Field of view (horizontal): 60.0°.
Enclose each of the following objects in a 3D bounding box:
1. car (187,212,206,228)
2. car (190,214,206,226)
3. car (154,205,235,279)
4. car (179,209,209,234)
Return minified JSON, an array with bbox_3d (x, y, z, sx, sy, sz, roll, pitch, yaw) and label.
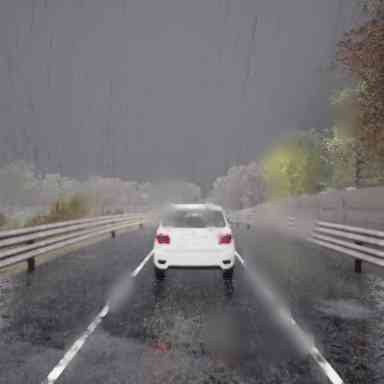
[{"bbox_3d":[0.482,2.892,34.503,1.882,1.535,5.008,0,-4,2],"label":"car"},{"bbox_3d":[0.898,3.744,44.763,2.033,1.411,5.357,0,-4,3],"label":"car"},{"bbox_3d":[0.062,1.426,10.815,2.150,2.045,5.566,0,-2,0],"label":"car"},{"bbox_3d":[0.178,2.178,25.351,2.097,1.767,4.553,0,-3,1],"label":"car"}]
